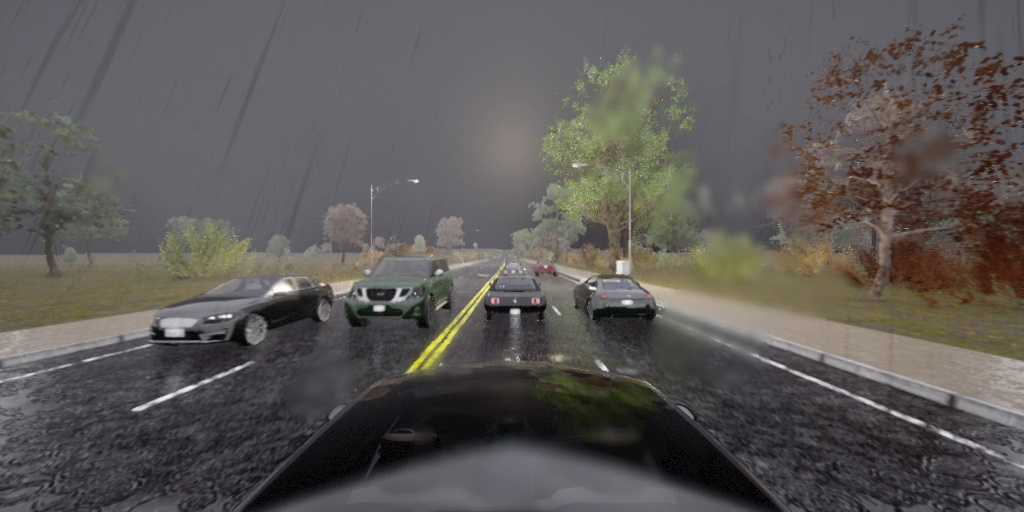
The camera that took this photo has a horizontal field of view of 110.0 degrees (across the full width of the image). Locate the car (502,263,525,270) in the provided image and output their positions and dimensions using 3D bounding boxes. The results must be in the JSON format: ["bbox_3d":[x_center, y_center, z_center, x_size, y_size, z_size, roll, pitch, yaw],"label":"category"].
[{"bbox_3d":[0.104,1.300,30.804,2.033,1.411,5.357,0,0,0],"label":"car"}]

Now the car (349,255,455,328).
[{"bbox_3d":[-3.310,0.977,11.790,2.150,2.045,5.566,0,0,1],"label":"car"}]

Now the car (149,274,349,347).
[{"bbox_3d":[-6.573,1.245,9.454,2.128,1.511,4.902,0,0,0],"label":"car"}]

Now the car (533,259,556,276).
[{"bbox_3d":[3.347,1.103,37.582,2.097,1.767,4.553,0,0,0],"label":"car"}]

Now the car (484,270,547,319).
[{"bbox_3d":[0.101,1.355,12.813,1.895,1.301,4.718,0,0,0],"label":"car"}]

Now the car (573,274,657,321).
[{"bbox_3d":[3.351,1.318,12.423,1.994,1.385,4.181,0,0,0],"label":"car"}]
